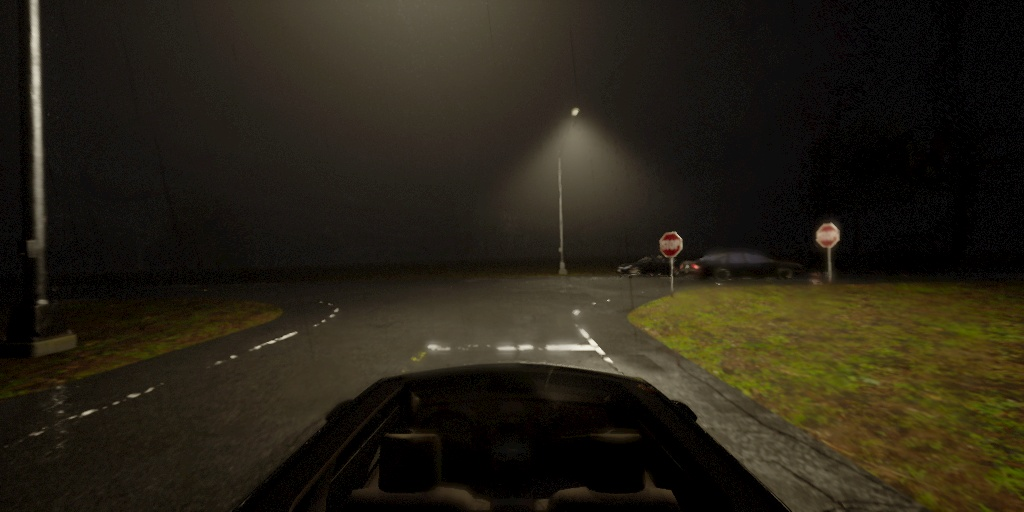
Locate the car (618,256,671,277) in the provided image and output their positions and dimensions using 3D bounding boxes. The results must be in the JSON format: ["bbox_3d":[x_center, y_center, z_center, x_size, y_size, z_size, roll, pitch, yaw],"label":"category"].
[{"bbox_3d":[9.636,0.712,24.507,4.674,1.442,1.812,-1,-1,-1],"label":"car"}]

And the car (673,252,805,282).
[{"bbox_3d":[11.050,0.510,17.527,5.357,1.411,2.033,-1,-1,-1],"label":"car"}]
